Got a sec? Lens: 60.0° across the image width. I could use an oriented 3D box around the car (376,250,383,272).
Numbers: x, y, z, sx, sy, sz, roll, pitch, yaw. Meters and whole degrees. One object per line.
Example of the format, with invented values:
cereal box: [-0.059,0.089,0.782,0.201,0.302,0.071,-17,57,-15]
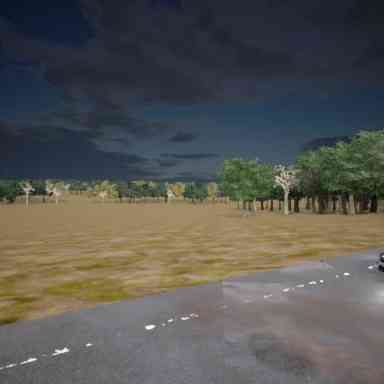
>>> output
car: [7.338,1.569,9.413,5.357,1.411,2.033,0,0,-37]
